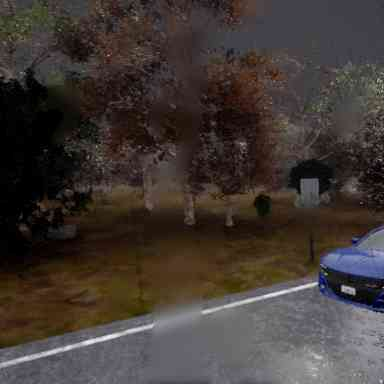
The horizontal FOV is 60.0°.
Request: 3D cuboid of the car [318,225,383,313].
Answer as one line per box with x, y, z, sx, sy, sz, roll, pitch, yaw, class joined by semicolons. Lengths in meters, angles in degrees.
4.819;1.449;7.255;5.008;1.535;1.882;0;0;-34;car
